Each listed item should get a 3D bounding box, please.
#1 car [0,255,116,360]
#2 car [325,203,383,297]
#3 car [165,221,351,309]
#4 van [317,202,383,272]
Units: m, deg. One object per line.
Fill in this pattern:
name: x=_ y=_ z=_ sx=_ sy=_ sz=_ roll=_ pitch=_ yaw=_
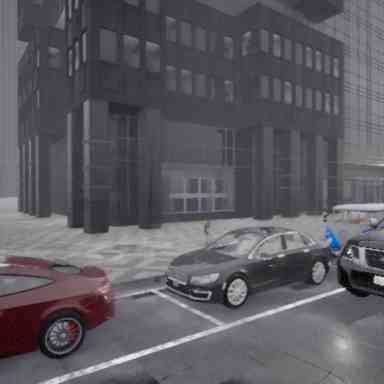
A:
car: x=-3.119 y=1.582 z=4.422 sx=4.206 sy=1.307 sz=1.802 roll=0 pitch=0 yaw=-35
car: x=5.538 y=1.170 z=7.328 sx=5.566 sy=2.045 sz=2.150 roll=0 pitch=0 yaw=-36
car: x=1.470 y=1.517 z=7.694 sx=4.403 sy=1.369 sz=2.008 roll=0 pitch=0 yaw=-35
van: x=6.057 y=1.274 z=10.967 sx=3.998 sy=1.788 sz=1.690 roll=0 pitch=0 yaw=-35
